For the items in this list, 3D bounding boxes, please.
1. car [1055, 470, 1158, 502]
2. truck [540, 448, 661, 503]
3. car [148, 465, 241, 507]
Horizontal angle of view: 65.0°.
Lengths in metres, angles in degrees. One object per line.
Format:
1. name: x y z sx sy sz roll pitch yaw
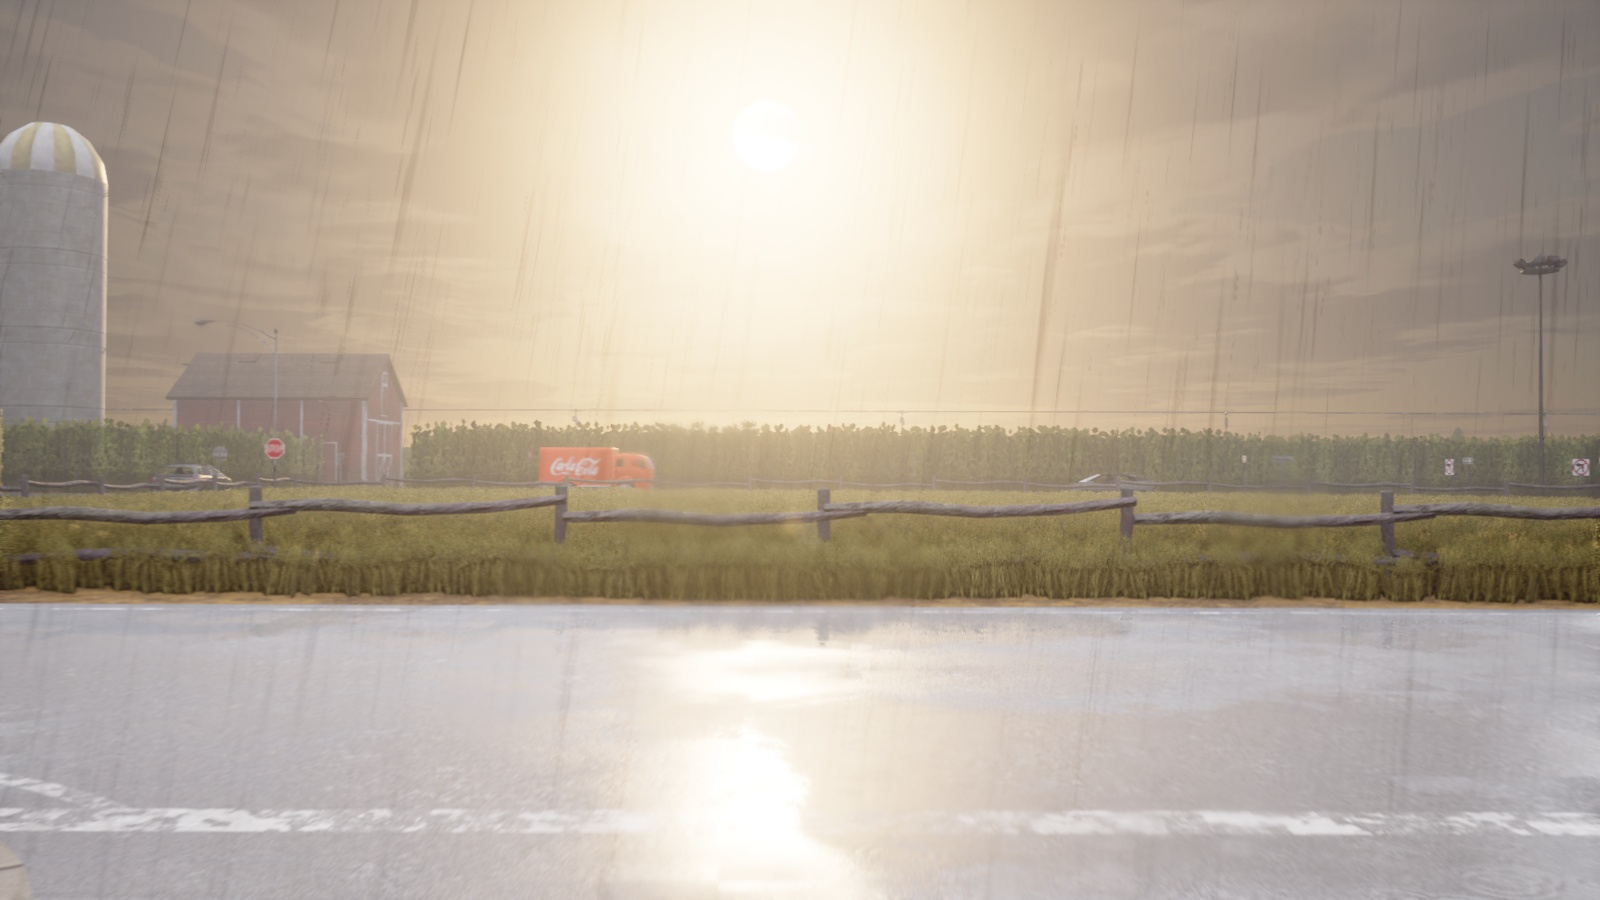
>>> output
1. car: 14.933 1.725 61.333 4.514 1.525 2.007 0 -1 -1
2. truck: -9.206 1.201 58.320 5.204 2.467 2.627 0 -1 1
3. car: -26.273 1.520 54.679 2.242 1.667 4.611 0 0 -6
